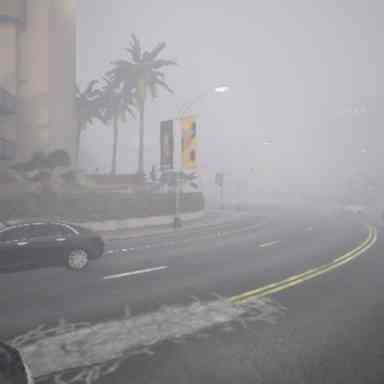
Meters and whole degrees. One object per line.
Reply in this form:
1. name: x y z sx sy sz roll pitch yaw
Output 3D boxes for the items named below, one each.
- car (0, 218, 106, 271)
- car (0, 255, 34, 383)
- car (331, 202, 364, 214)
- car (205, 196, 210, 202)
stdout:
1. car: -4.910 1.542 9.366 4.892 1.490 1.837 0 0 -39
2. car: -3.409 1.502 1.521 4.902 1.511 2.128 0 0 -35
3. car: 16.734 1.689 36.076 1.895 1.301 4.718 0 0 4
4. car: 3.500 1.738 85.515 2.097 1.535 5.008 0 0 -5
